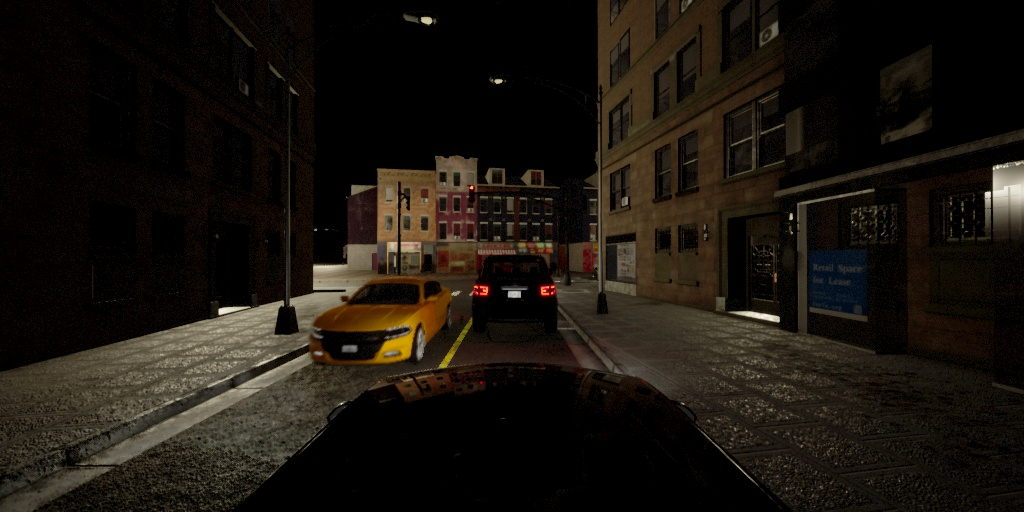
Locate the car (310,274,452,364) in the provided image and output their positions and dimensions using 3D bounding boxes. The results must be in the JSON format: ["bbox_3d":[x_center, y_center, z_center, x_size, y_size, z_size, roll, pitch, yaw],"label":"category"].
[{"bbox_3d":[-2.626,1.228,8.298,1.882,1.535,5.008,0,0,0],"label":"car"}]

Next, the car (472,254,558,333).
[{"bbox_3d":[0.098,0.972,10.899,2.150,2.045,5.566,0,0,1],"label":"car"}]

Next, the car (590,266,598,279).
[{"bbox_3d":[8.890,1.090,29.904,4.553,1.767,2.097,0,0,-10],"label":"car"}]
